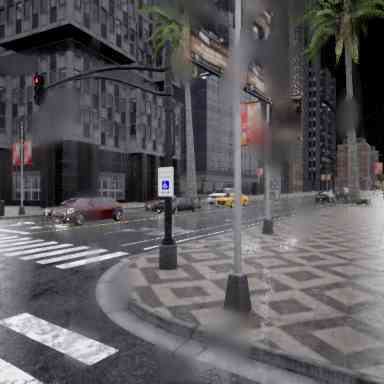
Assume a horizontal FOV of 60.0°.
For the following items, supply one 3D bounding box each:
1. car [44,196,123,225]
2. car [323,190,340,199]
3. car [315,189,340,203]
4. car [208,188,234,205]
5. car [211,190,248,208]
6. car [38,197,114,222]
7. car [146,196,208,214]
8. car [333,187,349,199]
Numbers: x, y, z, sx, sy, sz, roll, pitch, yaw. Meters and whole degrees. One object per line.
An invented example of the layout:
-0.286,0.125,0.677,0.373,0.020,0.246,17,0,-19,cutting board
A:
-6.659,1.075,21.450,2.097,1.767,4.553,0,1,35,car
25.807,0.353,61.297,1.882,1.535,5.008,0,1,36,car
17.858,0.677,44.459,1.837,1.490,4.892,0,1,35,car
4.135,0.536,42.282,2.150,2.045,5.566,0,1,35,car
4.525,0.864,37.220,1.882,1.535,5.008,0,1,35,car
-8.423,1.182,24.563,2.128,1.511,4.902,0,1,36,car
-1.182,1.104,29.182,2.033,1.411,5.357,0,1,35,car
23.720,0.232,52.739,2.150,2.045,5.566,0,1,36,car
